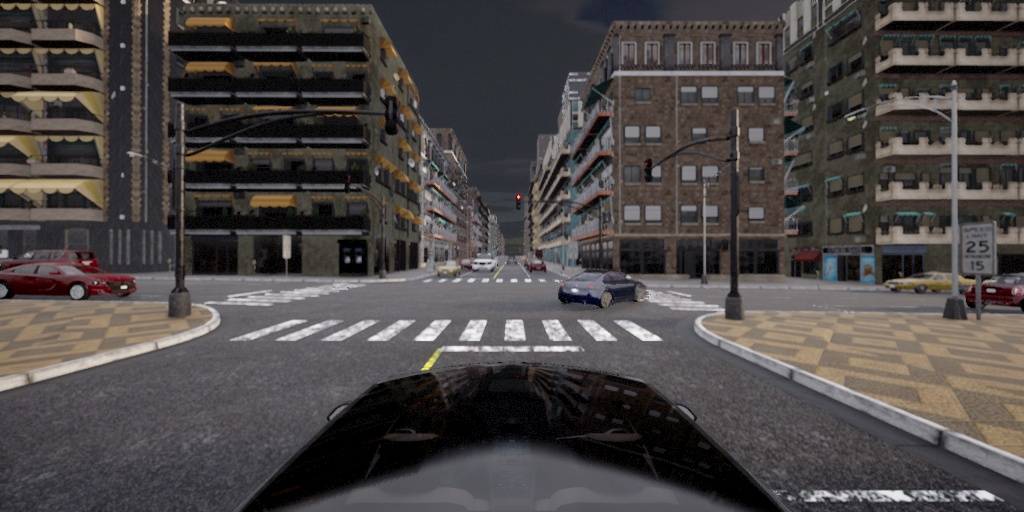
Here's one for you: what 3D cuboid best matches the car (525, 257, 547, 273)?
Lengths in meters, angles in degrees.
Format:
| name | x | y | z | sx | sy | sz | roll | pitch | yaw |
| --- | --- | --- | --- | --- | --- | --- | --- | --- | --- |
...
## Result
| name | x | y | z | sx | sy | sz | roll | pitch | yaw |
| --- | --- | --- | --- | --- | --- | --- | --- | --- | --- |
| car | 2.705 | 1.062 | 38.487 | 1.888 | 1.381 | 4.507 | 0 | 0 | 0 |

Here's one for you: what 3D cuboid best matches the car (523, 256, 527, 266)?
| name | x | y | z | sx | sy | sz | roll | pitch | yaw |
| --- | --- | --- | --- | --- | --- | --- | --- | --- | --- |
| car | 2.707 | 0.922 | 44.010 | 1.967 | 1.591 | 4.097 | 0 | 0 | 0 |

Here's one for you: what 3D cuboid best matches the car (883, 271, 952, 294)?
| name | x | y | z | sx | sy | sz | roll | pitch | yaw |
| --- | --- | --- | --- | --- | --- | --- | --- | --- | --- |
| car | 26.254 | 1.619 | 22.506 | 4.829 | 1.417 | 1.751 | 0 | 0 | 0 |

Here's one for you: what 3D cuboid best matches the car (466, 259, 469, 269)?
| name | x | y | z | sx | sy | sz | roll | pitch | yaw |
| --- | --- | --- | --- | --- | --- | --- | --- | --- | --- |
| car | -5.674 | 1.026 | 44.027 | 1.888 | 1.381 | 4.507 | 0 | 0 | 0 |

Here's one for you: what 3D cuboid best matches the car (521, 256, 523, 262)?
| name | x | y | z | sx | sy | sz | roll | pitch | yaw |
| --- | --- | --- | --- | --- | --- | --- | --- | --- | --- |
| car | 2.711 | 0.995 | 55.057 | 1.802 | 1.307 | 4.207 | 0 | 0 | 0 |

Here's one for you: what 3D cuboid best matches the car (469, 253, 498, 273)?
| name | x | y | z | sx | sy | sz | roll | pitch | yaw |
| --- | --- | --- | --- | --- | --- | --- | --- | --- | --- |
| car | -3.083 | 0.728 | 39.890 | 2.150 | 2.045 | 5.566 | 0 | 0 | 0 |

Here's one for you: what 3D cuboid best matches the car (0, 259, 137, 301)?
| name | x | y | z | sx | sy | sz | roll | pitch | yaw |
| --- | --- | --- | --- | --- | --- | --- | --- | --- | --- |
| car | -17.258 | 0.931 | 13.841 | 4.507 | 1.381 | 1.888 | 0 | 0 | 0 |

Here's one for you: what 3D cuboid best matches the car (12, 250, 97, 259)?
| name | x | y | z | sx | sy | sz | roll | pitch | yaw |
| --- | --- | --- | --- | --- | --- | --- | --- | --- | --- |
| car | -28.638 | 0.550 | 22.139 | 5.009 | 1.841 | 2.192 | 0 | 0 | 0 |

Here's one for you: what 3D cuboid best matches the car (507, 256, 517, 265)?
| name | x | y | z | sx | sy | sz | roll | pitch | yaw |
| --- | --- | --- | --- | --- | --- | --- | --- | --- | --- |
| car | 0.024 | 0.850 | 63.911 | 2.128 | 1.511 | 4.902 | 0 | 0 | 0 |

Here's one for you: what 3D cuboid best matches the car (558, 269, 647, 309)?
| name | x | y | z | sx | sy | sz | roll | pitch | yaw |
| --- | --- | --- | --- | --- | --- | --- | --- | --- | --- |
| car | 3.776 | 1.239 | 14.598 | 4.181 | 1.385 | 1.994 | 0 | 1 | -44 |

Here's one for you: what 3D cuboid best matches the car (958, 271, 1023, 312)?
| name | x | y | z | sx | sy | sz | roll | pitch | yaw |
| --- | --- | --- | --- | --- | --- | --- | --- | --- | --- |
| car | 20.839 | 1.419 | 14.152 | 4.097 | 1.591 | 1.967 | 0 | 0 | 0 |

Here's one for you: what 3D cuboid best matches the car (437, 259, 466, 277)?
| name | x | y | z | sx | sy | sz | roll | pitch | yaw |
| --- | --- | --- | --- | --- | --- | --- | --- | --- | --- |
| car | -5.678 | 1.076 | 32.811 | 1.751 | 1.417 | 4.829 | 0 | 0 | 0 |
